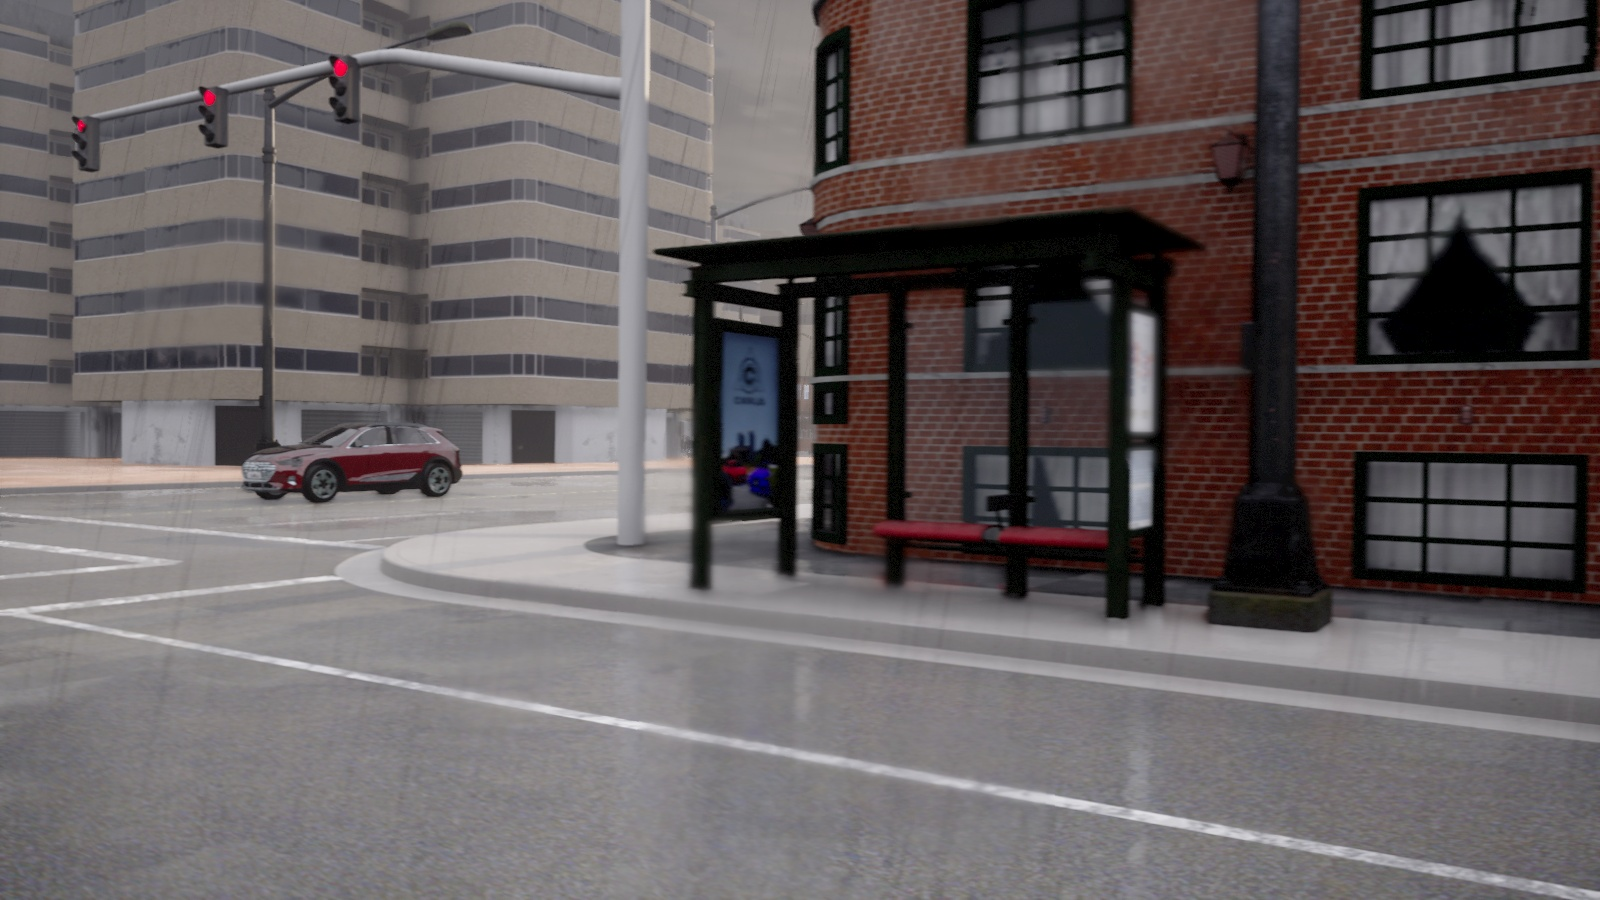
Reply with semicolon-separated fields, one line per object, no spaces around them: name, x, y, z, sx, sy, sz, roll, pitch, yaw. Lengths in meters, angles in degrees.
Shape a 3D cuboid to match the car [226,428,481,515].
car;-9.354;0.381;26.757;2.033;1.649;4.856;0;1;33
